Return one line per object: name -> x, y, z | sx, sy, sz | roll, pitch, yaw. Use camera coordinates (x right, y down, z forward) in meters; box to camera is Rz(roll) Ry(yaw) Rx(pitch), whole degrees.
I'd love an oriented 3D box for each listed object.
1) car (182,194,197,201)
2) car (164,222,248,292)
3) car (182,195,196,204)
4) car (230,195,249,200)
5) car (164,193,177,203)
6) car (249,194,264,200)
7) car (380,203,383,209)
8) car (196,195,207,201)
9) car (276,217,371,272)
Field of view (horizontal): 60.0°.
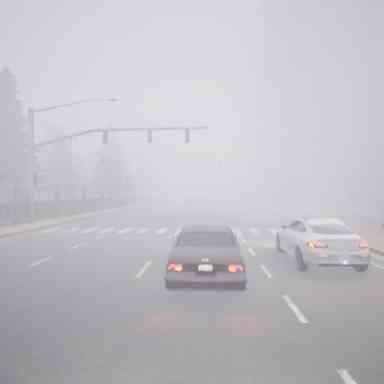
car -> -0.484, 1.380, 82.662 | 1.882, 1.535, 5.008 | 0, 0, 23
car -> 0.388, 1.537, 9.047 | 2.033, 1.411, 5.357 | 0, 0, 3
car -> -0.842, 1.428, 64.126 | 1.837, 1.490, 4.892 | 0, 0, 3
car -> 12.066, 1.420, 88.221 | 4.902, 1.511, 2.128 | 0, 0, -44
car -> -4.265, 1.143, 66.004 | 2.150, 2.045, 5.566 | 0, 0, 3
car -> 17.079, 1.435, 87.852 | 5.357, 1.411, 2.033 | 0, 0, -35
car -> 24.950, 1.499, 39.397 | 4.902, 1.511, 2.128 | 0, 0, 2
car -> 2.025, 1.431, 79.788 | 2.128, 1.511, 4.902 | 0, 0, 23
car -> 3.973, 1.513, 10.670 | 1.812, 1.442, 4.674 | 0, 0, 3
